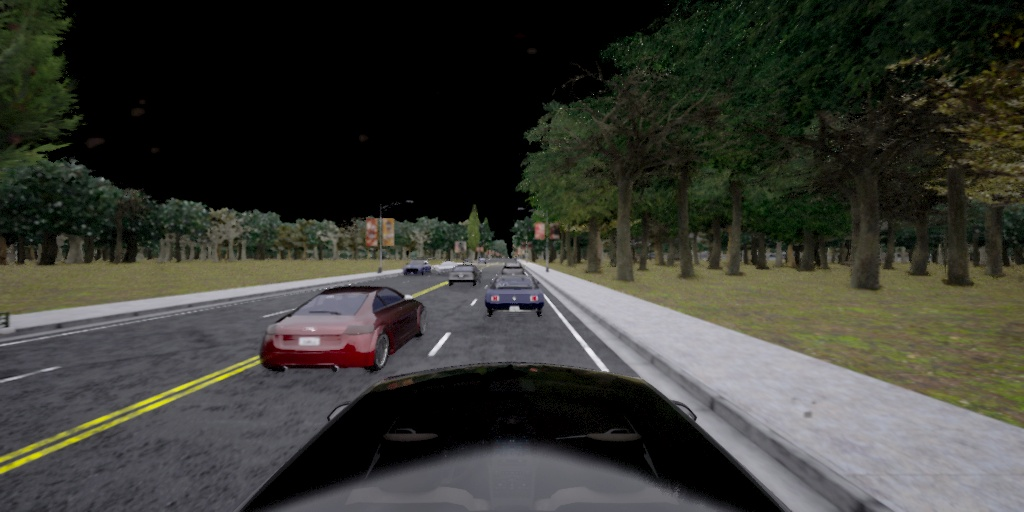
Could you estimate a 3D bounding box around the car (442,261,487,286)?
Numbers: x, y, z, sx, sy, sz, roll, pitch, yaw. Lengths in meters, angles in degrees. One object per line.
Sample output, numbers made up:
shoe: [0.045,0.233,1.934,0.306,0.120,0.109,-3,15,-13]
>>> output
car: [-3.180,1.291,24.958,2.033,1.411,5.357,0,0,0]

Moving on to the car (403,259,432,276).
car: [-9.863,1.100,37.552,2.097,1.767,4.553,0,0,0]

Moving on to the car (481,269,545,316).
car: [0.086,1.344,13.345,1.895,1.301,4.718,0,0,0]

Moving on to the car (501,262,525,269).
car: [0.079,1.236,30.166,2.128,1.511,4.902,0,0,0]

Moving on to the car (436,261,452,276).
car: [-6.613,1.273,37.471,1.812,1.442,4.674,0,0,0]

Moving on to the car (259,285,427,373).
car: [-3.182,1.310,7.662,1.994,1.385,4.181,0,0,0]
